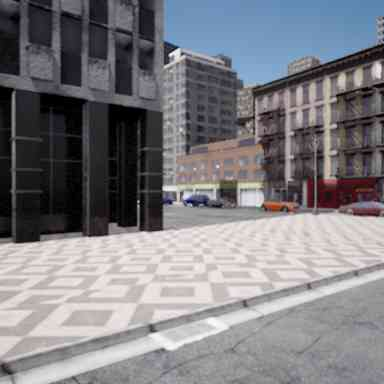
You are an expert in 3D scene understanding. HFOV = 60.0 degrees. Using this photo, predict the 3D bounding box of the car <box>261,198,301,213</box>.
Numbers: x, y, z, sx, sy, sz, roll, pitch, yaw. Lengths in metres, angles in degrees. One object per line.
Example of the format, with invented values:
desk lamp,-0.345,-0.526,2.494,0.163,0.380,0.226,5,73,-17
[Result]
car,9.951,1.432,37.408,2.097,1.767,4.553,0,0,-36

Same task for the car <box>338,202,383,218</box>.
car,15.776,1.556,29.469,2.033,1.411,5.357,0,0,-33

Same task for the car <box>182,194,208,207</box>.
car,0.636,1.425,55.499,2.150,2.045,5.566,0,0,-36

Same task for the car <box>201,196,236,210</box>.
car,3.973,1.636,45.607,2.128,1.511,4.902,0,0,-36

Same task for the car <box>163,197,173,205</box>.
car,-5.571,1.721,63.907,1.882,1.535,5.008,0,0,-36
